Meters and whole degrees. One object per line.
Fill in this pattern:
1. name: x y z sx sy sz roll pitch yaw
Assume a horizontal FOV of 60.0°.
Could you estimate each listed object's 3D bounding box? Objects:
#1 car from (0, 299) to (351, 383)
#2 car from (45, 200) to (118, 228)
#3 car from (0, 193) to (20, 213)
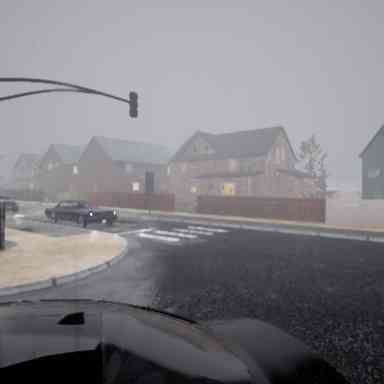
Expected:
1. car: -1.476 1.472 1.699 5.008 1.535 1.882 0 0 -16
2. car: -6.209 1.151 18.519 4.718 1.301 1.895 1 1 40
3. car: -15.205 0.865 25.860 4.892 1.490 1.837 1 1 39
